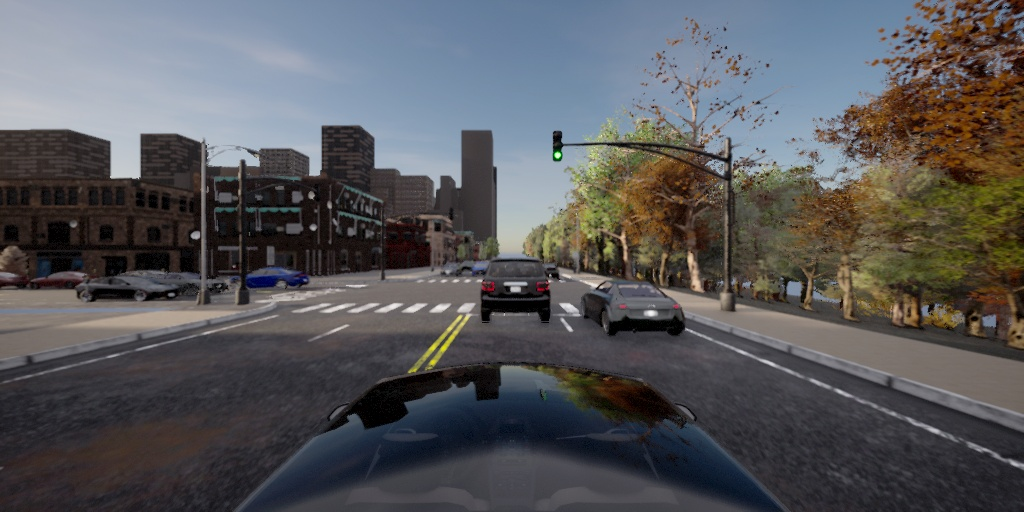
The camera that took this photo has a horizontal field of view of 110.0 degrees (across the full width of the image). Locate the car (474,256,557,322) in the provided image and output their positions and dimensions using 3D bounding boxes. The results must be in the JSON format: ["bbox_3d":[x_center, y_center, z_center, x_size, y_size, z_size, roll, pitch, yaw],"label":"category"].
[{"bbox_3d":[0.101,1.045,12.716,2.150,2.045,5.566,0,0,0],"label":"car"}]

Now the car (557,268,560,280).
[{"bbox_3d":[3.346,1.467,33.901,1.837,1.490,4.892,0,0,0],"label":"car"}]

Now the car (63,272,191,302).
[{"bbox_3d":[-19.949,1.679,18.723,4.313,1.339,1.948,0,0,0],"label":"car"}]

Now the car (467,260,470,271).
[{"bbox_3d":[-6.579,1.440,53.737,2.097,1.767,4.553,0,0,0],"label":"car"}]

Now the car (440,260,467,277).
[{"bbox_3d":[-6.594,1.486,39.518,2.128,1.511,4.902,0,0,0],"label":"car"}]

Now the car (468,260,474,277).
[{"bbox_3d":[-3.344,1.478,39.904,1.882,1.535,5.008,0,0,0],"label":"car"}]

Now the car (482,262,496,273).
[{"bbox_3d":[-3.334,1.607,52.591,1.812,1.442,4.674,0,0,0],"label":"car"}]

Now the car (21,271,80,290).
[{"bbox_3d":[-33.818,1.827,27.240,4.207,1.307,1.802,0,0,0],"label":"car"}]

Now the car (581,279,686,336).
[{"bbox_3d":[3.348,1.373,10.659,1.994,1.385,4.181,0,-1,0],"label":"car"}]

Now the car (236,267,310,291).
[{"bbox_3d":[-16.612,1.536,24.593,5.008,1.535,1.882,-1,0,1],"label":"car"}]

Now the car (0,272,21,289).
[{"bbox_3d":[-39.353,1.888,27.247,4.207,1.307,1.802,0,0,0],"label":"car"}]

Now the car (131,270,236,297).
[{"bbox_3d":[-19.509,1.663,21.433,4.181,1.385,1.994,-1,0,0],"label":"car"}]
